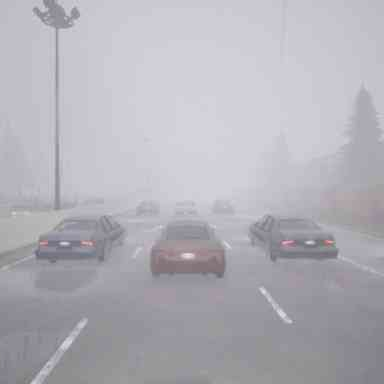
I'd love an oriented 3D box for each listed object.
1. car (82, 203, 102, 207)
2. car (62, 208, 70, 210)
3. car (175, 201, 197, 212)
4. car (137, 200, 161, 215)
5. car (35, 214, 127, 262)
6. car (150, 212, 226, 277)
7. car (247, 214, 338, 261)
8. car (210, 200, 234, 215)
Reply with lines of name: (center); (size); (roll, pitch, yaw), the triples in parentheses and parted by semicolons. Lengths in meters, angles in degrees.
car: (-11.424, 1.400, 38.231); (2.033, 1.411, 5.357); (0, 0, -1)
car: (-14.903, 1.460, 37.304); (1.895, 1.301, 4.718); (0, 0, -1)
car: (-0.560, 1.478, 30.450); (1.895, 1.301, 4.718); (0, 0, -1)
car: (-4.101, 1.435, 32.338); (1.994, 1.385, 4.181); (0, 0, -1)
car: (-3.660, 1.502, 11.937); (2.033, 1.411, 5.357); (0, 0, -1)
car: (-0.130, 1.523, 10.165); (1.994, 1.385, 4.181); (0, 0, -1)
car: (3.339, 1.496, 12.081); (2.033, 1.411, 5.357); (0, 0, -1)
car: (2.896, 1.430, 32.541); (1.994, 1.385, 4.181); (0, 0, -1)
